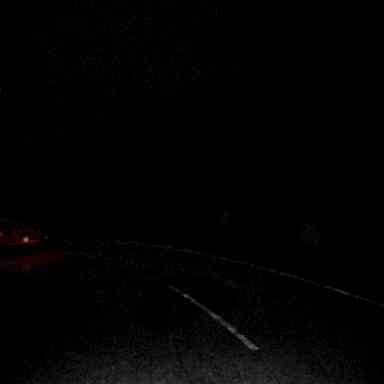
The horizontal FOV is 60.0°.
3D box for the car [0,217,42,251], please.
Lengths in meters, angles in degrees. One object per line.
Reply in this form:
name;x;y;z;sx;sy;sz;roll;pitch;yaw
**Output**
car;-8.658;1.838;14.535;5.008;1.535;1.882;-3;-2;33
